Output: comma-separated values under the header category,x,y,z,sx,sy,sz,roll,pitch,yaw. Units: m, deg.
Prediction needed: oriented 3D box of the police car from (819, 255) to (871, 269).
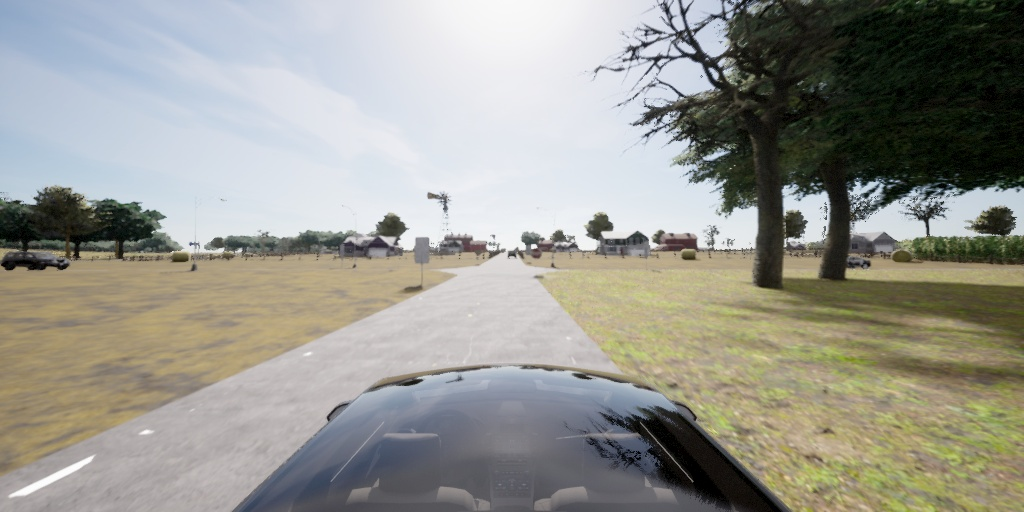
category,x,y,z,sx,sy,sz,roll,pitch,yaw
police car,39.003,0.737,42.096,5.238,1.638,1.930,0,-1,0
